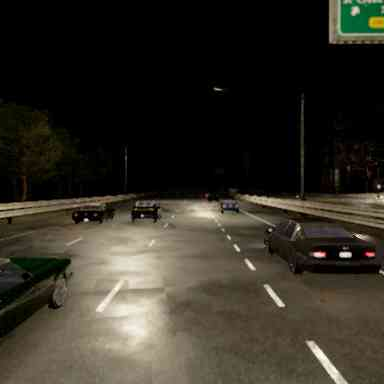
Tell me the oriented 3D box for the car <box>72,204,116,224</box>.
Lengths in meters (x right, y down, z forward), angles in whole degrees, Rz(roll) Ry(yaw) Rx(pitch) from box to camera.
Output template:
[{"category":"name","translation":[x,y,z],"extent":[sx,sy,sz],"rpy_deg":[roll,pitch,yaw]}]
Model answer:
[{"category":"car","translation":[-6.830,1.513,23.756],"extent":[1.895,1.301,4.718],"rpy_deg":[0,0,0]}]

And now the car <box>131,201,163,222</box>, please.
[{"category":"car","translation":[-3.322,1.397,24.936],"extent":[2.128,1.511,4.902],"rpy_deg":[0,0,0]}]

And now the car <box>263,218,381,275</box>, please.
[{"category":"car","translation":[3.616,1.518,10.332],"extent":[2.033,1.411,5.357],"rpy_deg":[0,0,0]}]

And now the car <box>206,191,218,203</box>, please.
[{"category":"car","translation":[3.893,1.122,58.978],"extent":[1.837,1.490,4.892],"rpy_deg":[0,1,1]}]

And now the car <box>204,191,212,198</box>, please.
[{"category":"car","translation":[4.432,0.567,91.843],"extent":[2.097,1.767,4.553],"rpy_deg":[0,1,1]}]

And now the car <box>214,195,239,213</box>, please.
[{"category":"car","translation":[3.741,1.391,34.483],"extent":[2.033,1.411,5.357],"rpy_deg":[0,0,0]}]

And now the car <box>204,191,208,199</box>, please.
[{"category":"car","translation":[4.047,1.013,69.948],"extent":[1.837,1.490,4.892],"rpy_deg":[0,1,1]}]

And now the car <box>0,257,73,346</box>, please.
[{"category":"car","translation":[-3.394,1.588,4.824],"extent":[1.895,1.301,4.718],"rpy_deg":[0,0,0]}]
